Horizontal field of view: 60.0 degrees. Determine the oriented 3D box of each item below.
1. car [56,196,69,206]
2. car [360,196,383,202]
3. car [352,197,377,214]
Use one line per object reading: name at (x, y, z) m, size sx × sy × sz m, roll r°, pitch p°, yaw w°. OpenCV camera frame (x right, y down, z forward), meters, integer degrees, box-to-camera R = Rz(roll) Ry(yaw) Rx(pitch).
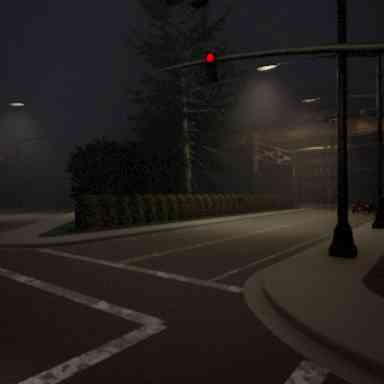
car at (-23.798, 1.768, 61.443) m, size 1.812 × 1.442 × 4.674 m, roll 0°, pitch 0°, yaw -10°
car at (35.374, 1.378, 65.582) m, size 4.536 × 1.218 × 1.853 m, roll 0°, pitch 0°, yaw -29°
car at (18.737, 1.552, 36.312) m, size 1.812 × 1.442 × 4.674 m, roll 0°, pitch 0°, yaw 36°
